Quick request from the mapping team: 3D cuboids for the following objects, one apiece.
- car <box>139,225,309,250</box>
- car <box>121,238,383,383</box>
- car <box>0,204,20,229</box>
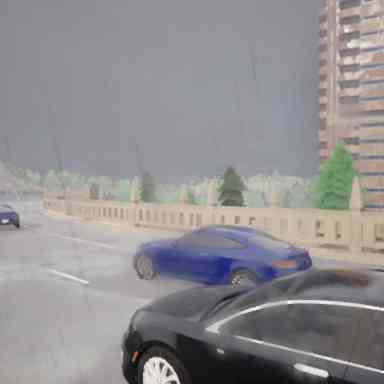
[{"bbox_3d":[0.578,1.543,8.174,4.674,1.442,1.812,0,0,38],"label":"car"},{"bbox_3d":[1.423,1.518,3.117,4.892,1.490,1.837,0,0,36],"label":"car"},{"bbox_3d":[-12.153,1.501,20.820,1.812,1.442,4.674,0,0,-40],"label":"car"}]
